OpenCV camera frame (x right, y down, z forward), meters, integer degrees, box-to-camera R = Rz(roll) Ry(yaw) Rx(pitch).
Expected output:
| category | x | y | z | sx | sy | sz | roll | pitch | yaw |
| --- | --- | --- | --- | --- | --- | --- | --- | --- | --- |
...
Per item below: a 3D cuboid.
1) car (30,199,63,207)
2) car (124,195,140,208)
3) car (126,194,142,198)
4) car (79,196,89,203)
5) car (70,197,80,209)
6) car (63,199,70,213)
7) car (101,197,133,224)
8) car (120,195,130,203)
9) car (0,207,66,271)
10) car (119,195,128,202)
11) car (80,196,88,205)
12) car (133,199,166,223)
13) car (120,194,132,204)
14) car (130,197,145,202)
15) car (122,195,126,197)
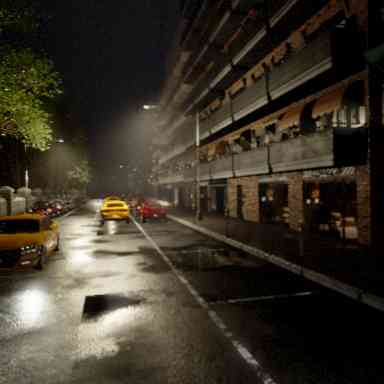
| category | x | y | z | sx | sy | sz | roll | pitch | yaw |
| --- | --- | --- | --- | --- | --- | --- | --- | --- | --- |
| car | -12.493 | 1.501 | 28.066 | 1.967 | 1.590 | 4.097 | -1 | 0 | -14 |
| car | -8.396 | 1.312 | 46.470 | 1.967 | 1.590 | 4.097 | -1 | 0 | -14 |
| car | -5.703 | 1.324 | 35.536 | 1.967 | 1.590 | 4.097 | -1 | 0 | -14 |
| car | -23.221 | 1.547 | 71.637 | 1.752 | 1.417 | 4.829 | -1 | 0 | -14 |
| car | -16.529 | 1.592 | 44.467 | 2.008 | 1.369 | 4.403 | -1 | 0 | -14 |
| car | -13.839 | 1.495 | 33.531 | 1.967 | 1.590 | 4.097 | -1 | 0 | -14 |
| car | -5.667 | 1.427 | 24.516 | 1.882 | 1.535 | 5.008 | -1 | 1 | -14 |
| car | -13.778 | 1.420 | 68.339 | 1.947 | 1.339 | 4.313 | -1 | 0 | -14 |
| car | -5.626 | 1.512 | 11.037 | 1.882 | 1.535 | 5.008 | -1 | 1 | -14 |
| car | -15.167 | 1.377 | 73.971 | 1.752 | 1.417 | 4.829 | -1 | 0 | -14 |
| car | -20.528 | 1.553 | 60.702 | 1.752 | 1.417 | 4.829 | -1 | 0 | -14 |
| car | -3.008 | 1.442 | 24.603 | 1.887 | 1.381 | 4.507 | -1 | 0 | -14 |
| car | -12.435 | 1.297 | 62.870 | 1.967 | 1.590 | 4.097 | -1 | 0 | -14 |
| car | -4.355 | 1.435 | 30.070 | 1.887 | 1.381 | 4.507 | -1 | 0 | -14 |
| car | -7.053 | 1.193 | 41.001 | 2.192 | 1.841 | 5.009 | -1 | 0 | -14 |
